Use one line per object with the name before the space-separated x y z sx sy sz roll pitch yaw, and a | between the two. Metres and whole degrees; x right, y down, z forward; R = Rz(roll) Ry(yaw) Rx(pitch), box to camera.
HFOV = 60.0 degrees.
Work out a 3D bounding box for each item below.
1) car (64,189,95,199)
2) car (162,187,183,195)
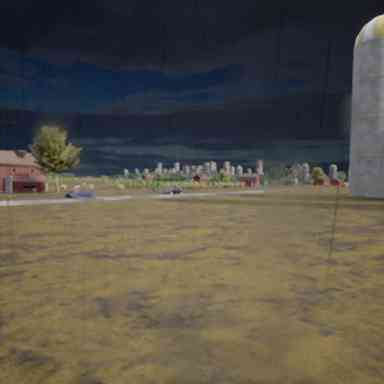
car | -15.573 0.271 46.330 1.994 1.385 4.181 2 3 36
car | -3.611 -0.178 62.616 1.837 1.490 4.892 2 3 36
